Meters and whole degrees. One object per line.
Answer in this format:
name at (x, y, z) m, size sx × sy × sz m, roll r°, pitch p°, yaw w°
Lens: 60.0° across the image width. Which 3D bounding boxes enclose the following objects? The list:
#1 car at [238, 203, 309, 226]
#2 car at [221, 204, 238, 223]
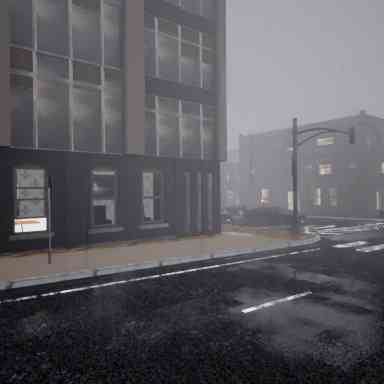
car at (6.500, 1.819, 26.517) m, size 2.033 × 1.411 × 5.357 m, roll -1°, pitch 0°, yaw -36°
car at (1.619, 1.935, 28.506) m, size 1.947 × 1.339 × 4.313 m, roll -2°, pitch 0°, yaw -37°
